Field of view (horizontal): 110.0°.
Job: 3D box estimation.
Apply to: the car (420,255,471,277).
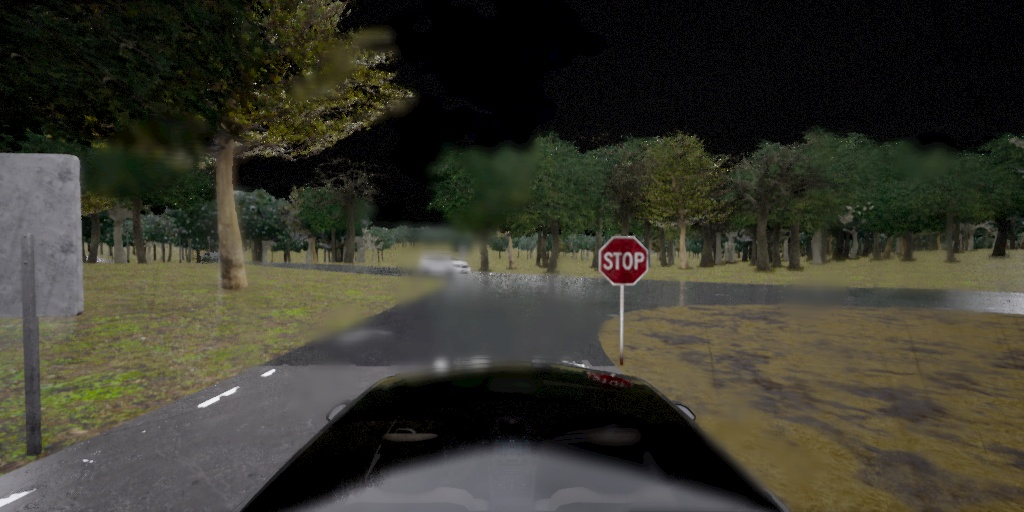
[{"bbox_3d":[-6.624,0.956,35.417,5.566,2.045,2.150,1,2,35],"label":"car"}]
